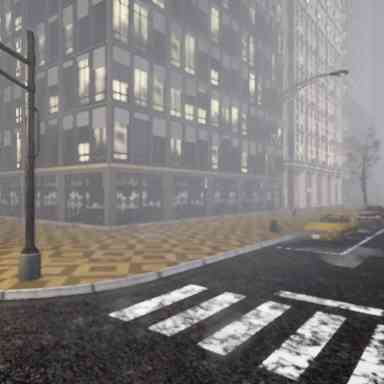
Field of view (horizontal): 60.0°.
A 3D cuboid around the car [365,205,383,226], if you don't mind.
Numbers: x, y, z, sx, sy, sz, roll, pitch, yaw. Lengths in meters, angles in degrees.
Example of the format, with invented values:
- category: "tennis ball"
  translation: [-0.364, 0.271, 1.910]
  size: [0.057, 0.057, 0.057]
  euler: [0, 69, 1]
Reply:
- category: "car"
  translation: [12.746, 1.605, 23.545]
  size: [1.802, 1.307, 4.206]
  euler: [0, 0, 38]

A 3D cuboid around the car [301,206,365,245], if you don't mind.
- category: "car"
  translation: [6.643, 1.543, 15.818]
  size: [1.752, 1.417, 4.829]
  euler: [0, 0, 38]
